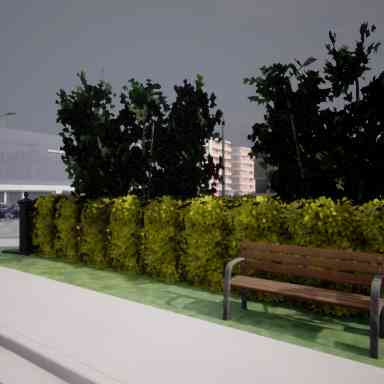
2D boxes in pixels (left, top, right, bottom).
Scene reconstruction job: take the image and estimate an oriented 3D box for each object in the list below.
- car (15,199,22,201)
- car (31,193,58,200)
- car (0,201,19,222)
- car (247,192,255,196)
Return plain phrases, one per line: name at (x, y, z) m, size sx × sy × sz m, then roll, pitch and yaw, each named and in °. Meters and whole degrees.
car at (-19.070, 1.502, 37.534) m, size 2.033 × 1.411 × 5.357 m, roll 0°, pitch 0°, yaw 35°
car at (-15.244, 1.167, 36.865) m, size 2.150 × 2.045 × 5.566 m, roll 0°, pitch 0°, yaw 36°
car at (-13.645, 1.587, 26.616) m, size 1.895 × 1.301 × 4.718 m, roll 0°, pitch 0°, yaw 35°
car at (12.330, 0.696, 63.688) m, size 1.882 × 1.535 × 5.008 m, roll 0°, pitch 1°, yaw 35°
